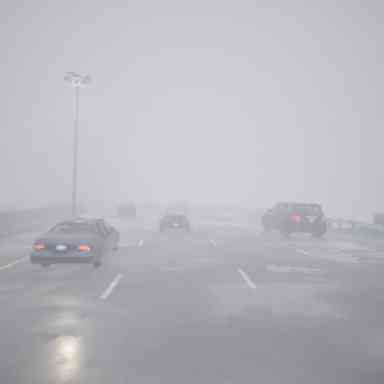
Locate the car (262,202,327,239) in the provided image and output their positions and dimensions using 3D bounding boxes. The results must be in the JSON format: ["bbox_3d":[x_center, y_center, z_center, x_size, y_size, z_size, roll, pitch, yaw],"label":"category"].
[{"bbox_3d":[6.059,1.628,20.321,2.150,2.045,5.566,2,-1,-6],"label":"car"}]

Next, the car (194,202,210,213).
[{"bbox_3d":[1.155,2.120,46.893,1.812,1.442,4.674,2,-1,-15],"label":"car"}]

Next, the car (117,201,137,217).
[{"bbox_3d":[-6.691,1.710,34.135,1.882,1.535,5.008,2,0,-11],"label":"car"}]

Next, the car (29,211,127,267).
[{"bbox_3d":[-3.733,1.587,11.549,2.033,1.411,5.357,2,-1,-4],"label":"car"}]

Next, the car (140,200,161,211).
[{"bbox_3d":[-5.969,1.925,46.494,1.812,1.442,4.674,2,-1,-15],"label":"car"}]

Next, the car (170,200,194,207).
[{"bbox_3d":[-1.702,1.837,44.157,2.097,1.767,4.553,2,-1,-17],"label":"car"}]

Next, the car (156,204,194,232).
[{"bbox_3d":[-1.200,1.756,21.794,1.812,1.442,4.674,2,-1,-7],"label":"car"}]
